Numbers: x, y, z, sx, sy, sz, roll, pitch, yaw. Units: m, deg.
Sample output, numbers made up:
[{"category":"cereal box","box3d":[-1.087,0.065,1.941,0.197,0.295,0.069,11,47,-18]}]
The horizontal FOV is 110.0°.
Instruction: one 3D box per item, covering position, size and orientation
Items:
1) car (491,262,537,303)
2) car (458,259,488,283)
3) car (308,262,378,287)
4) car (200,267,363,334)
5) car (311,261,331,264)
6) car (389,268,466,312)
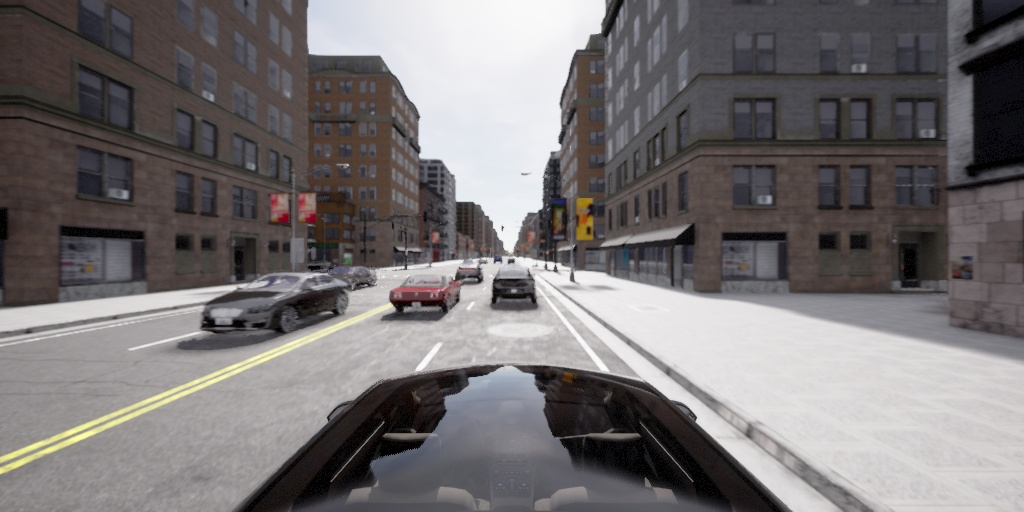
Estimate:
[{"category":"car","box3d":[0.077,1.206,16.511,1.882,1.535,5.008,0,0,0]},{"category":"car","box3d":[-3.179,1.204,27.687,2.128,1.511,4.902,0,0,-1]},{"category":"car","box3d":[-9.854,1.274,21.658,2.033,1.411,5.357,0,0,0]},{"category":"car","box3d":[-6.609,1.234,10.667,2.128,1.511,4.902,0,0,0]},{"category":"car","box3d":[-25.437,1.275,47.469,4.313,1.339,1.948,0,0,0]},{"category":"car","box3d":[-3.165,1.335,14.137,1.895,1.301,4.718,0,0,0]}]
